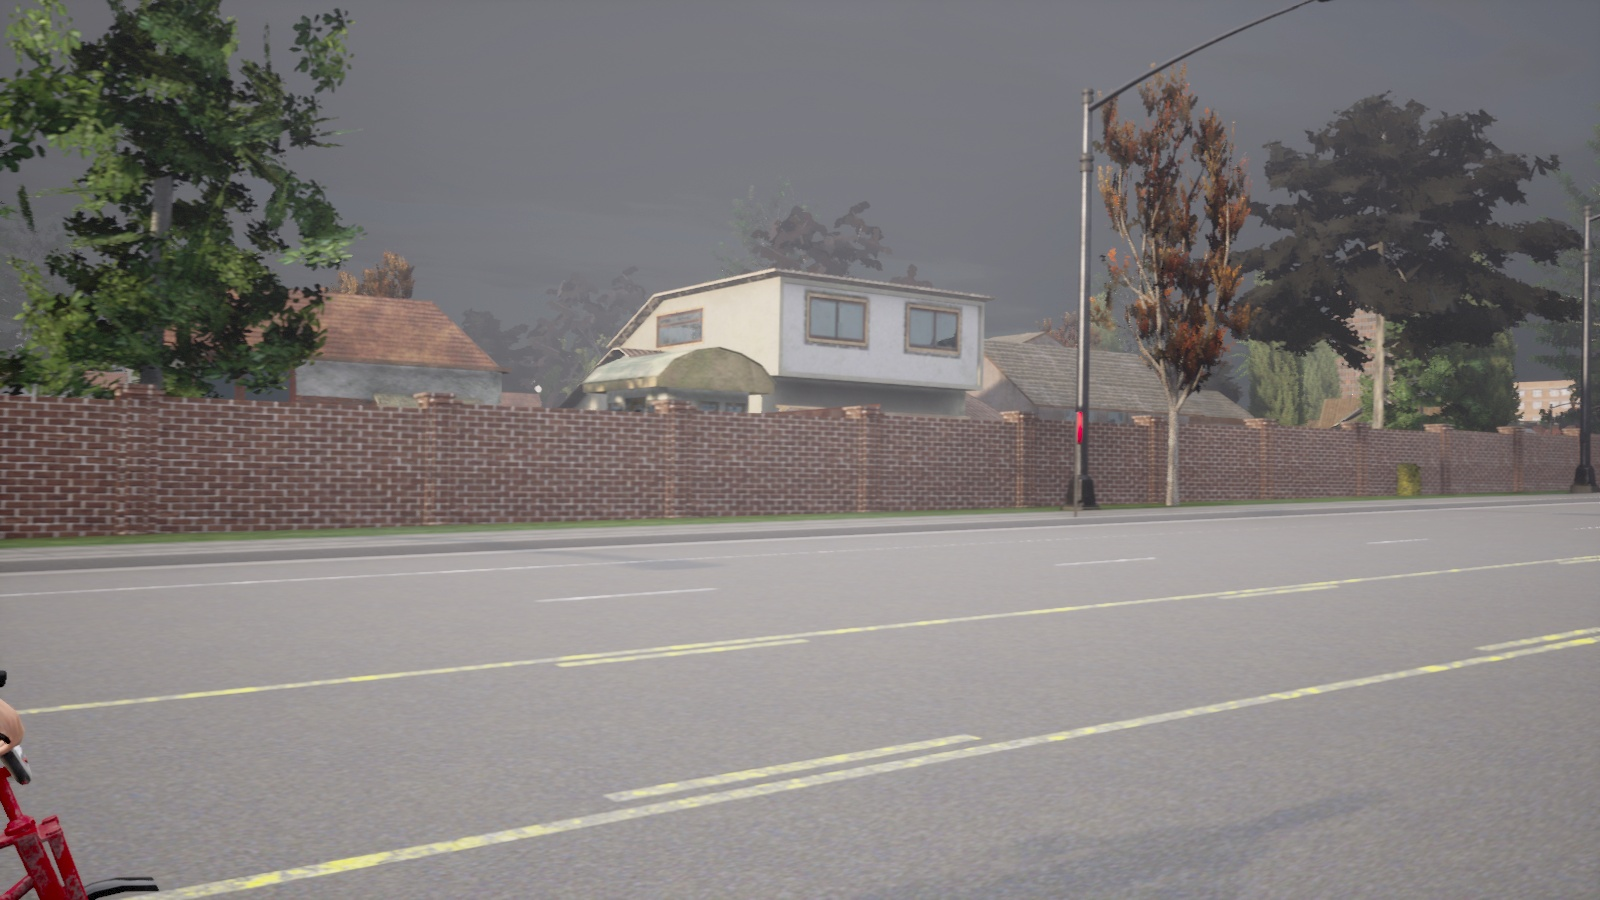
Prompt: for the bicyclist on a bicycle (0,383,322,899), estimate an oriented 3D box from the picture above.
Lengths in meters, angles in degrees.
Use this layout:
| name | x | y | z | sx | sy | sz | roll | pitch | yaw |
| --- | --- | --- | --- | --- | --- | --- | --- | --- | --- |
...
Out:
| name | x | y | z | sx | sy | sz | roll | pitch | yaw |
| --- | --- | --- | --- | --- | --- | --- | --- | --- | --- |
| bicyclist on a bicycle | -1.809 | 0.691 | 2.396 | 1.509 | 1.612 | 0.866 | 0 | 0 | -35 |
